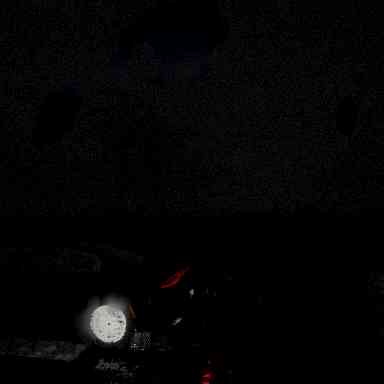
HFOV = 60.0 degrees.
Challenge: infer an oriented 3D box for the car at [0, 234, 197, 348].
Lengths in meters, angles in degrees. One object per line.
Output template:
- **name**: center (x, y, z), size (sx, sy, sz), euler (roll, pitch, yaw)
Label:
- **car**: center (-2.427, 1.515, 5.997), size (5.008, 1.535, 1.882), euler (-1, 0, 11)
